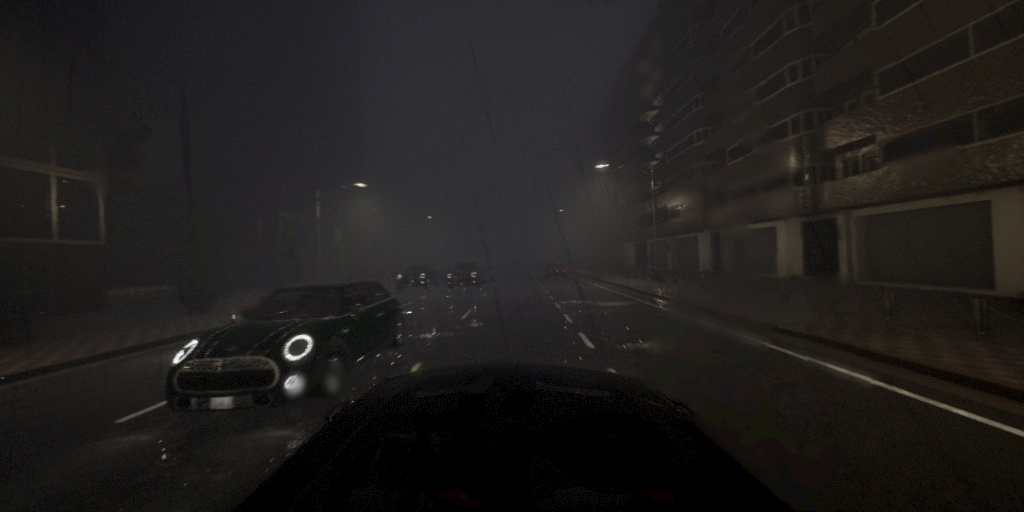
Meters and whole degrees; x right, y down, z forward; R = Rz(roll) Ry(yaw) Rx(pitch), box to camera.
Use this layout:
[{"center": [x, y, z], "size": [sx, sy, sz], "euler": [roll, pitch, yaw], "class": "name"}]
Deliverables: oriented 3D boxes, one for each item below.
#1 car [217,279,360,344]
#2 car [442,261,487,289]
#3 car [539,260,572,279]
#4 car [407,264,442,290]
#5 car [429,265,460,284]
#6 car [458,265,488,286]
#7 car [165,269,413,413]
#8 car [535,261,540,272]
[{"center": [-7.062, 1.654, 12.076], "size": [1.812, 1.442, 4.674], "euler": [-2, 0, 1], "class": "car"}, {"center": [-3.230, 1.186, 25.383], "size": [2.097, 1.767, 4.553], "euler": [-3, 1, 1], "class": "car"}, {"center": [3.994, 1.349, 33.560], "size": [2.033, 1.411, 5.357], "euler": [-2, 0, 2], "class": "car"}, {"center": [-6.722, 1.372, 25.892], "size": [2.097, 1.767, 4.553], "euler": [-2, 0, 1], "class": "car"}, {"center": [-6.545, 1.748, 35.160], "size": [1.882, 1.535, 5.008], "euler": [-2, -1, 2], "class": "car"}, {"center": [-3.191, 1.602, 30.106], "size": [1.837, 1.490, 4.892], "euler": [-3, -1, 1], "class": "car"}, {"center": [-3.692, 1.296, 6.825], "size": [2.097, 1.767, 4.553], "euler": [-2, 0, 1], "class": "car"}, {"center": [4.265, 1.431, 49.742], "size": [1.812, 1.442, 4.674], "euler": [-2, -1, 0], "class": "car"}]
